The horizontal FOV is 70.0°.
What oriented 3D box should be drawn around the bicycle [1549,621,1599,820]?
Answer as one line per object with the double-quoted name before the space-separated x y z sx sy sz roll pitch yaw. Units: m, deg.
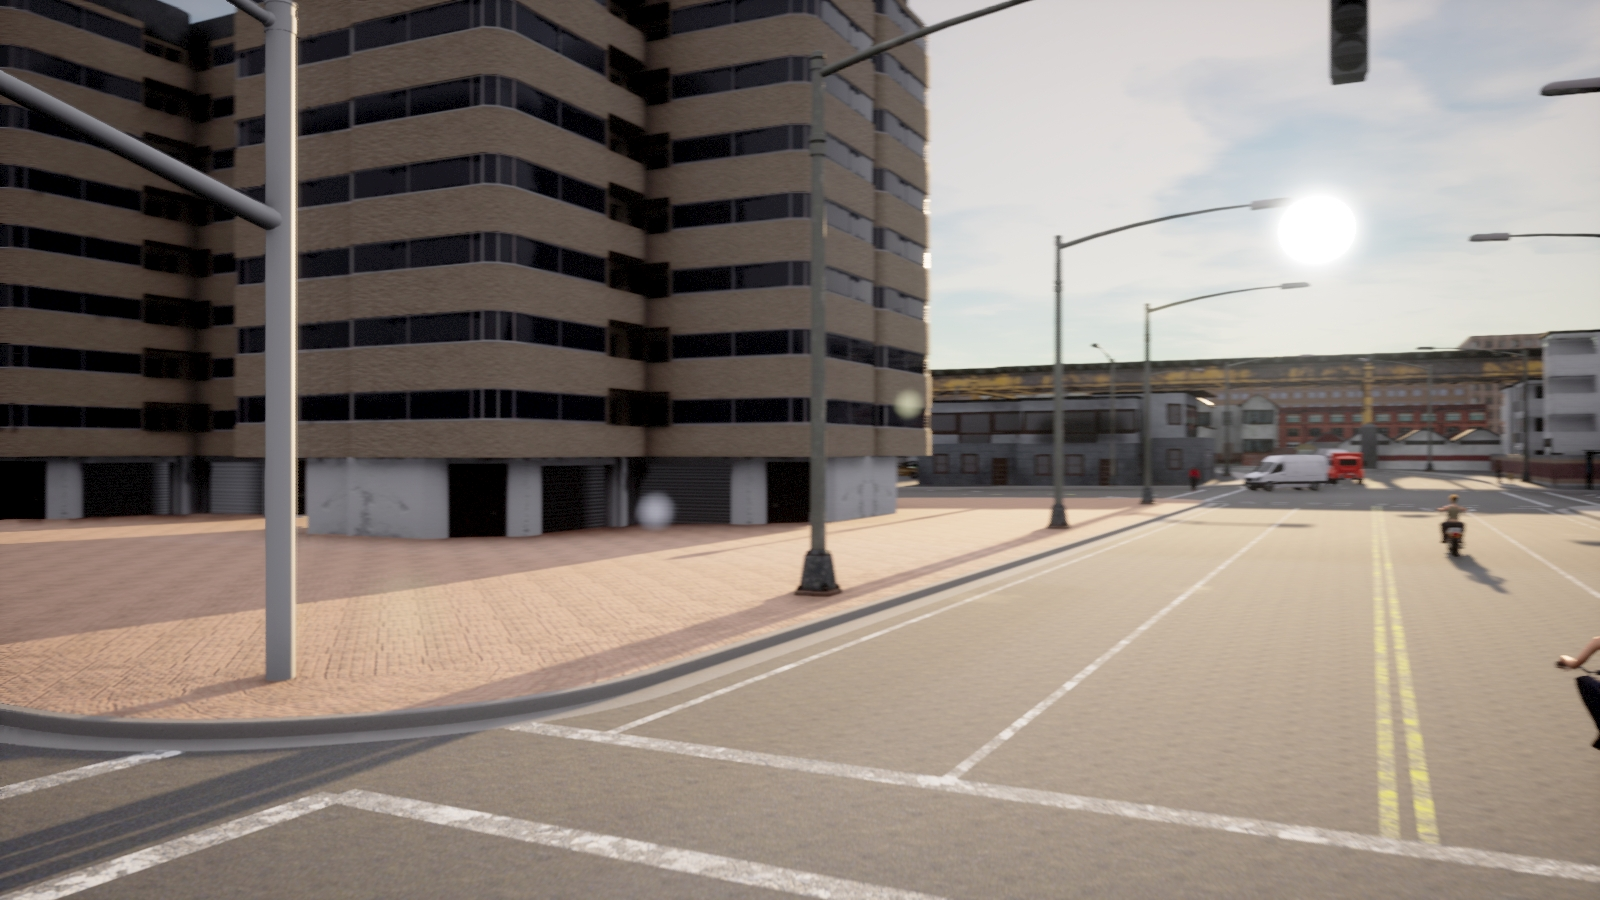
"bicycle" 6.616 2.154 9.198 0.859 1.301 1.487 0 0 29
